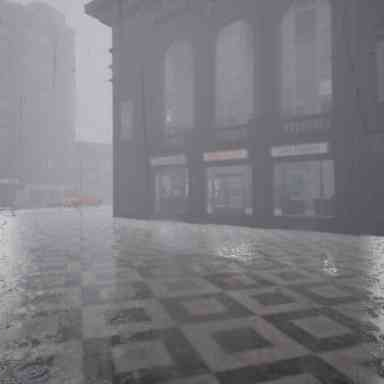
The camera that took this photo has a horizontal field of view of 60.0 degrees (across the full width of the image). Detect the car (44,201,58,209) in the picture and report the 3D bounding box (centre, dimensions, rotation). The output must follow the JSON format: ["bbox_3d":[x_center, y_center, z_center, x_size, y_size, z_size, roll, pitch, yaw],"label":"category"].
[{"bbox_3d":[-18.248,1.636,46.811,1.895,1.301,4.718,-1,0,35],"label":"car"}]

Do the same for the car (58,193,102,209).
[{"bbox_3d":[-14.982,1.221,45.812,2.150,2.045,5.566,-1,0,35],"label":"car"}]
